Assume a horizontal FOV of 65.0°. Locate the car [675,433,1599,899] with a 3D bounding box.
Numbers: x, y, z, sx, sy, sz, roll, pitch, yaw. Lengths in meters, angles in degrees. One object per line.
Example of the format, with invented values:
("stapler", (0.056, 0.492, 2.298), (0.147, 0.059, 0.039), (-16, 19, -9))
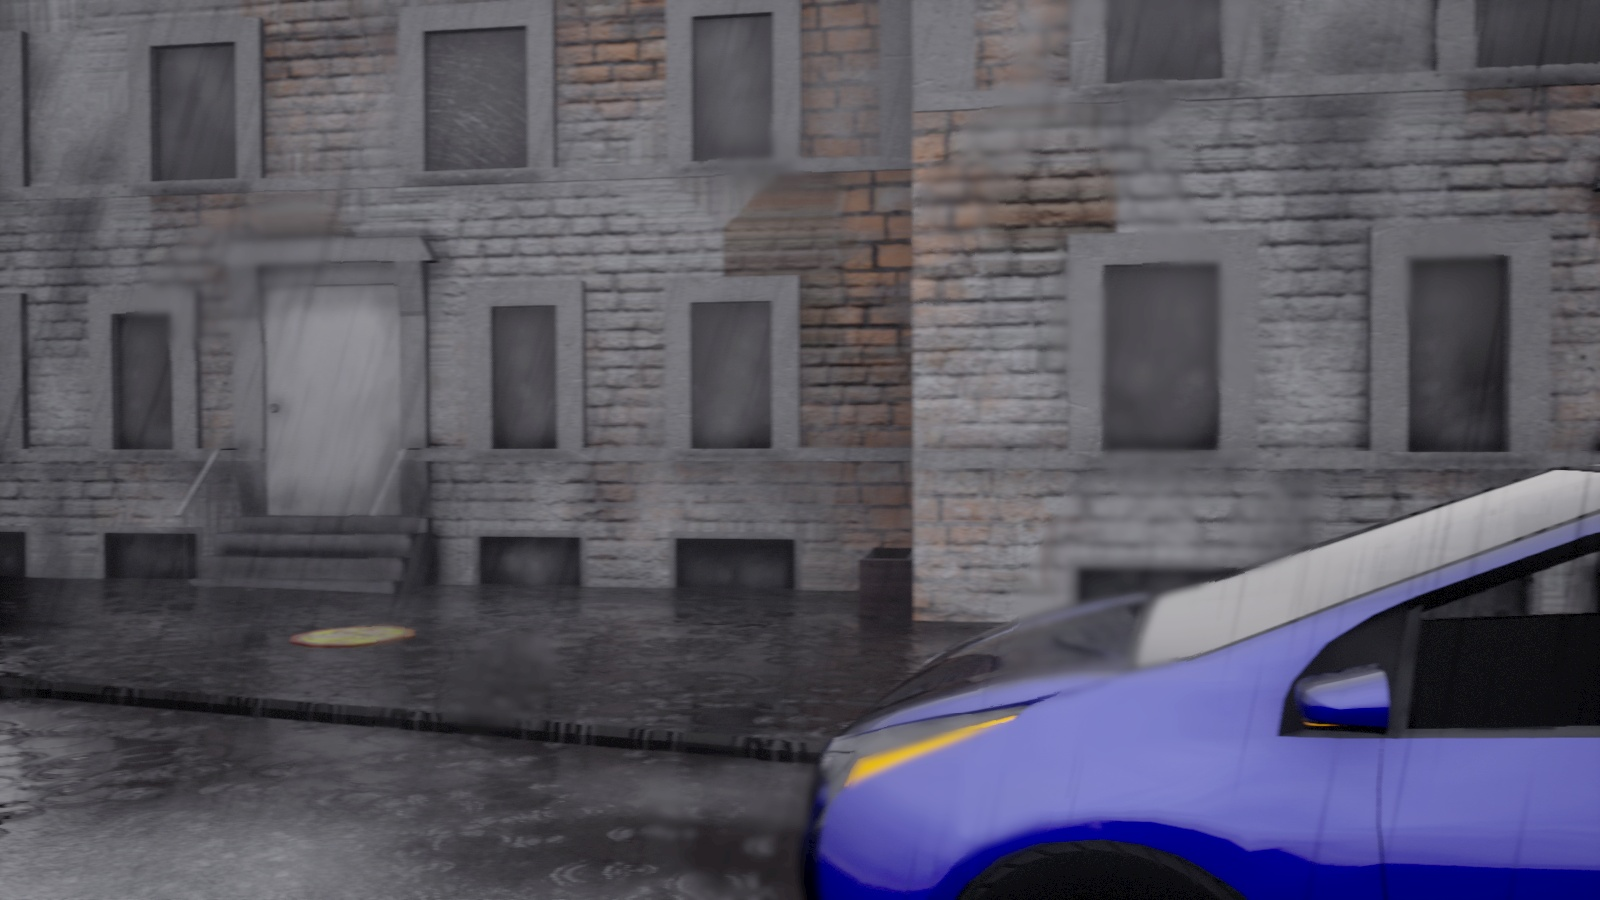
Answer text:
("car", (2.184, 0.734, 2.985), (4.514, 1.525, 2.007), (1, 1, 19))
